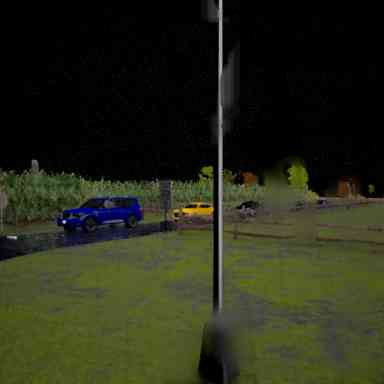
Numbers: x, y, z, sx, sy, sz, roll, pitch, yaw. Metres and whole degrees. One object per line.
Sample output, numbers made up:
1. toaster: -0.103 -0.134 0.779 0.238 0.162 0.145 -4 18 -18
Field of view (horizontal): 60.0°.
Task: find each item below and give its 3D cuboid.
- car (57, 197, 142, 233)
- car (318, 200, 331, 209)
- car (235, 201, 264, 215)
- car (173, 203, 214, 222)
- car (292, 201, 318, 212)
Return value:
1. car: -5.606 1.360 21.043 2.150 2.045 5.566 -1 -1 36
2. car: 20.584 1.973 52.402 1.812 1.442 4.674 -1 -1 36
3. car: 6.606 1.818 37.917 1.837 1.490 4.892 -1 -1 36
4. car: 0.322 1.699 29.244 1.882 1.535 5.008 -1 -1 36
5. car: 14.905 1.920 44.449 1.994 1.385 4.181 -1 -1 36
